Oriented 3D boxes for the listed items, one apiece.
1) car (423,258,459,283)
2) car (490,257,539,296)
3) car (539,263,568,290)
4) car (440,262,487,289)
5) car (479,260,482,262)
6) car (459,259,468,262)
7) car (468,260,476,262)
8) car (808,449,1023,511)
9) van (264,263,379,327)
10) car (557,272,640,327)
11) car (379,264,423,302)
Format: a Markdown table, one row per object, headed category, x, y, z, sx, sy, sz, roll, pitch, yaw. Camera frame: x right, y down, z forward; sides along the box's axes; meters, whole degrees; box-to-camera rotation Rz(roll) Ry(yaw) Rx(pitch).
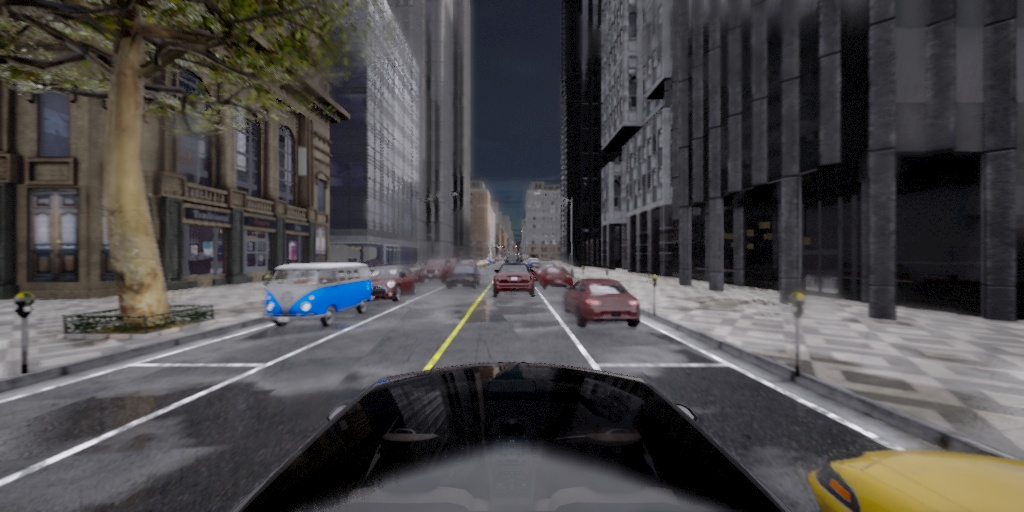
| category | x | y | z | sx | sy | sz | roll | pitch | yaw |
| --- | --- | --- | --- | --- | --- | --- | --- | --- | --- |
| car | -5.845 | 1.094 | 28.196 | 2.192 | 1.841 | 5.009 | 0 | 0 | 0 |
| car | 0.109 | 1.121 | 19.485 | 2.097 | 1.767 | 4.553 | 0 | 0 | 0 |
| car | 2.678 | 1.318 | 22.540 | 1.888 | 1.381 | 4.507 | 0 | 0 | 0 |
| car | -3.004 | 1.321 | 23.335 | 2.033 | 1.411 | 5.357 | 0 | 0 | 0 |
| car | -5.835 | 1.262 | 50.752 | 1.967 | 1.591 | 4.097 | 0 | 0 | 0 |
| car | -5.842 | 1.101 | 33.835 | 2.192 | 1.841 | 5.009 | 0 | 0 | 0 |
| car | -5.837 | 1.248 | 45.114 | 1.967 | 1.591 | 4.097 | 0 | 0 | 0 |
| car | 2.668 | 1.275 | 0.155 | 1.751 | 1.417 | 4.829 | 0 | 0 | 0 |
| van | -5.853 | 1.099 | 11.277 | 1.690 | 1.789 | 3.998 | 0 | 0 | 0 |
| car | 2.672 | 1.341 | 11.261 | 1.802 | 1.307 | 4.207 | 0 | 0 | 0 |
| car | -5.851 | 1.205 | 16.917 | 1.967 | 1.591 | 4.097 | 0 | 0 | 0 |
